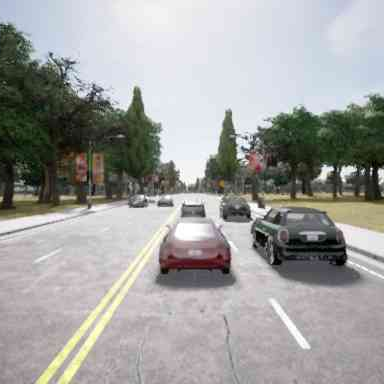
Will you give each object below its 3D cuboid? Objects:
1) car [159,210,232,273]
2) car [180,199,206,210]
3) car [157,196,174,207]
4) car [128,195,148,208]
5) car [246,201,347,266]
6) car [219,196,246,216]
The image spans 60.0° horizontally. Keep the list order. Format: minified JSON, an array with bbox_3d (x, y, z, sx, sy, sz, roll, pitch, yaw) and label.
[{"bbox_3d":[0.083,1.479,10.402,1.994,1.385,4.181,0,0,0],"label":"car"},{"bbox_3d":[0.085,1.268,26.672,2.128,1.511,4.902,0,1,0],"label":"car"},{"bbox_3d":[-3.336,1.197,42.479,1.994,1.385,4.181,0,1,0],"label":"car"},{"bbox_3d":[-6.587,1.136,41.083,2.128,1.511,4.902,0,1,0],"label":"car"},{"bbox_3d":[3.334,1.260,11.298,2.097,1.767,4.553,0,0,0],"label":"car"},{"bbox_3d":[3.334,1.130,26.474,2.097,1.767,4.553,0,1,0],"label":"car"}]
